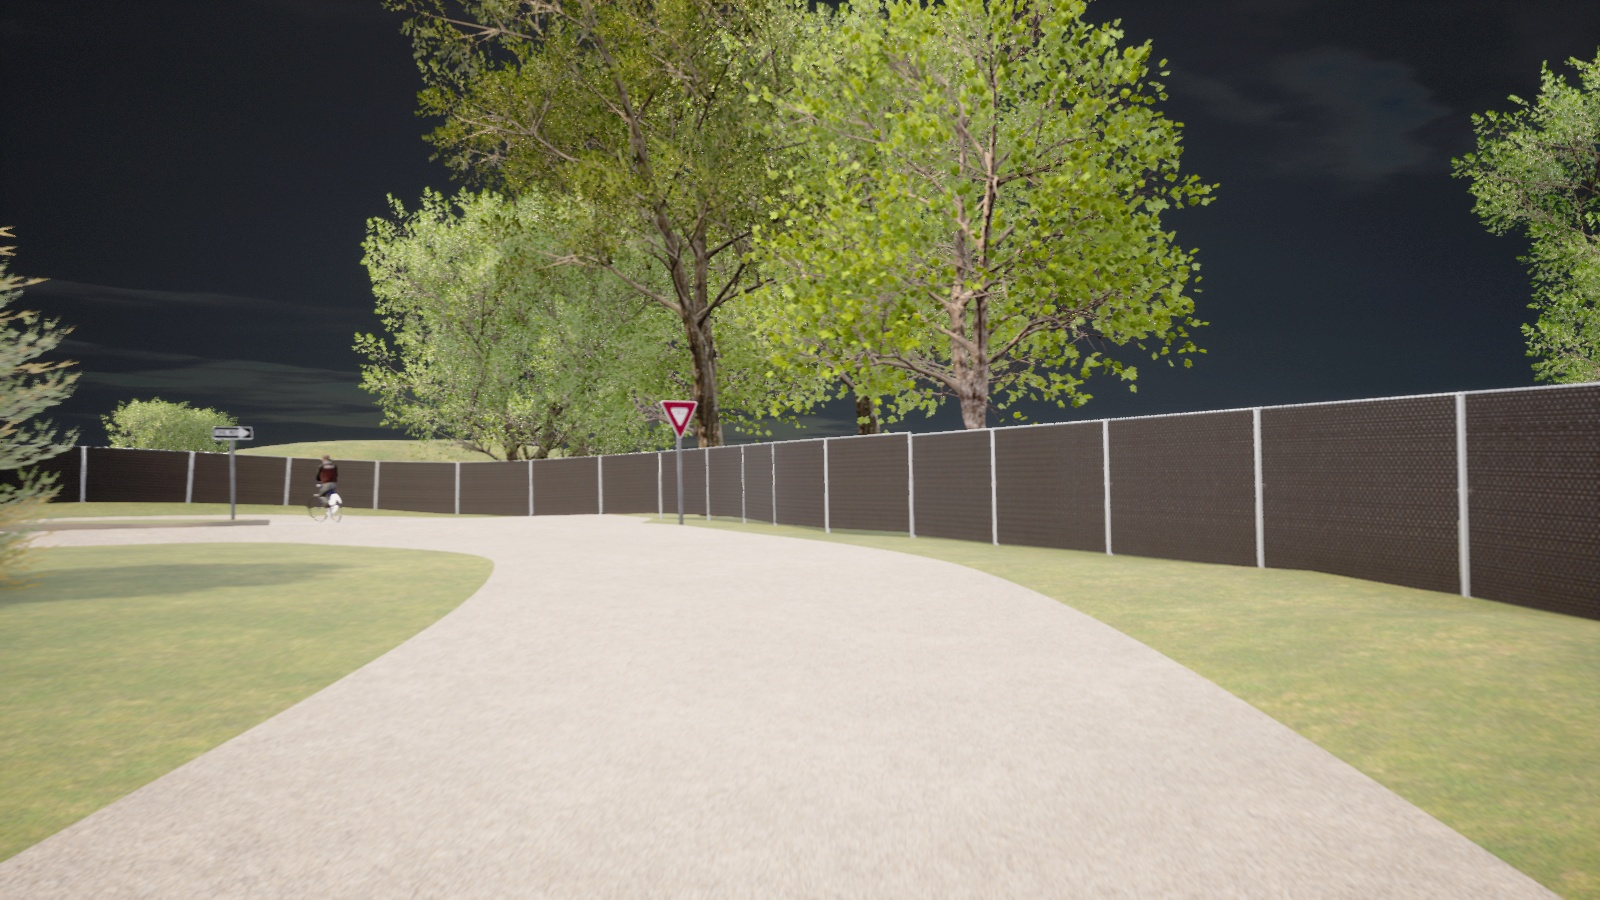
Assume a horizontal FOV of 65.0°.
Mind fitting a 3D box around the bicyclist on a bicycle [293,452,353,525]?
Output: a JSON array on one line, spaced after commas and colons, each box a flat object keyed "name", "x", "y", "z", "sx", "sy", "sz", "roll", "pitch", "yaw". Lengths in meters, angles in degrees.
[{"name": "bicyclist on a bicycle", "x": -12.199, "y": 0.985, "z": 32.089, "sx": 0.659, "sy": 1.776, "sz": 1.843, "roll": -4, "pitch": 1, "yaw": -44}]
